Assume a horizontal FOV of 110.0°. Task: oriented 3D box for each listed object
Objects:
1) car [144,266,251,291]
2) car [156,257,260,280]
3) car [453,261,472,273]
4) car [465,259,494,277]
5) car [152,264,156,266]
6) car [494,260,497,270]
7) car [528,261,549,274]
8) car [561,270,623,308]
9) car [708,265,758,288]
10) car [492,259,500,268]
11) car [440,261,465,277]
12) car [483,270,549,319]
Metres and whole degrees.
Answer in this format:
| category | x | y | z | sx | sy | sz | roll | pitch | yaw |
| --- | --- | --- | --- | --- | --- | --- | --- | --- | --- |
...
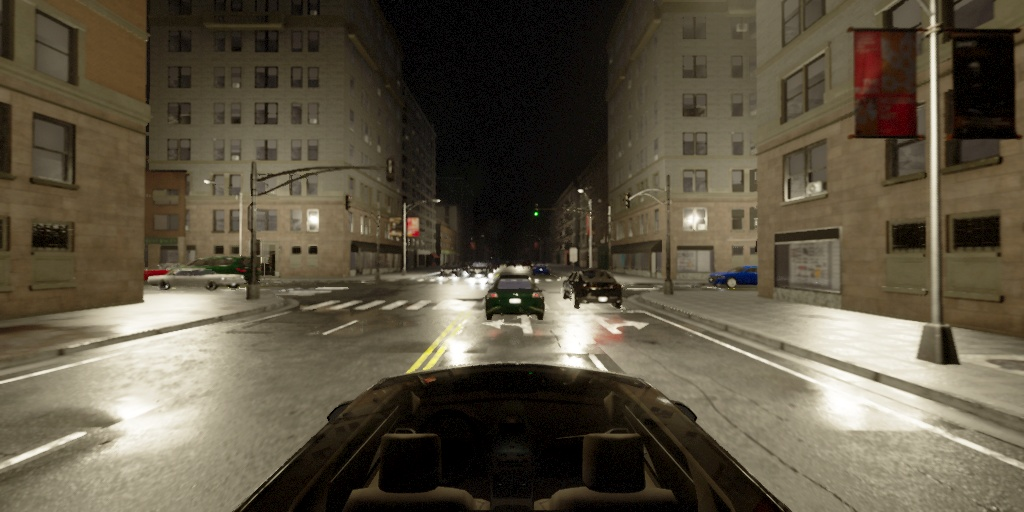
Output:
| category | x | y | z | sx | sy | sz | roll | pitch | yaw |
| --- | --- | --- | --- | --- | --- | --- | --- | --- | --- |
| car | -19.220 | 1.427 | 22.053 | 4.718 | 1.301 | 1.895 | 0 | 0 | 3 |
| car | -20.835 | 1.072 | 25.112 | 5.566 | 2.045 | 2.150 | 0 | 0 | -2 |
| car | -6.676 | 1.488 | 48.586 | 1.837 | 1.490 | 4.892 | 0 | 0 | 0 |
| car | -3.420 | 1.425 | 38.324 | 2.128 | 1.511 | 4.902 | 0 | 0 | 0 |
| car | -26.874 | 1.305 | 27.555 | 4.097 | 1.591 | 1.967 | 0 | 0 | 0 |
| car | -3.428 | 1.579 | 47.587 | 1.895 | 1.301 | 4.718 | 0 | 0 | 0 |
| car | 3.260 | 1.516 | 42.176 | 1.994 | 1.385 | 4.181 | 0 | 0 | 0 |
| car | 3.321 | 1.324 | 15.523 | 1.837 | 1.490 | 4.892 | 0 | 0 | 0 |
| car | 16.356 | 1.395 | 24.939 | 5.008 | 1.535 | 1.882 | 0 | 0 | 0 |
| car | -3.387 | 1.590 | 57.621 | 1.994 | 1.385 | 4.181 | 0 | 0 | 0 |
| car | -6.669 | 1.465 | 39.576 | 1.812 | 1.442 | 4.674 | 0 | 0 | 0 |
| car | 0.075 | 1.370 | 13.087 | 1.994 | 1.385 | 4.181 | 0 | 0 | -1 |
